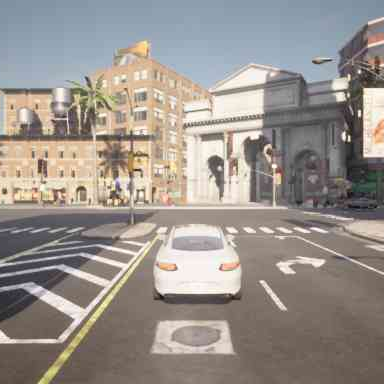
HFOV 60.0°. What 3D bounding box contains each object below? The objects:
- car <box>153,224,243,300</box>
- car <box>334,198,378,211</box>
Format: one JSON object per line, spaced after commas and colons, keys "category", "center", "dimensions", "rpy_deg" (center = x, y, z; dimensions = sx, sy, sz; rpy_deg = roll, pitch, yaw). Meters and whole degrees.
{"category": "car", "center": [0.108, 1.525, 8.276], "dimensions": [1.812, 1.442, 4.674], "rpy_deg": [0, 0, 0]}
{"category": "car", "center": [19.869, 1.489, 40.381], "dimensions": [4.902, 1.511, 2.128], "rpy_deg": [0, 0, 1]}
